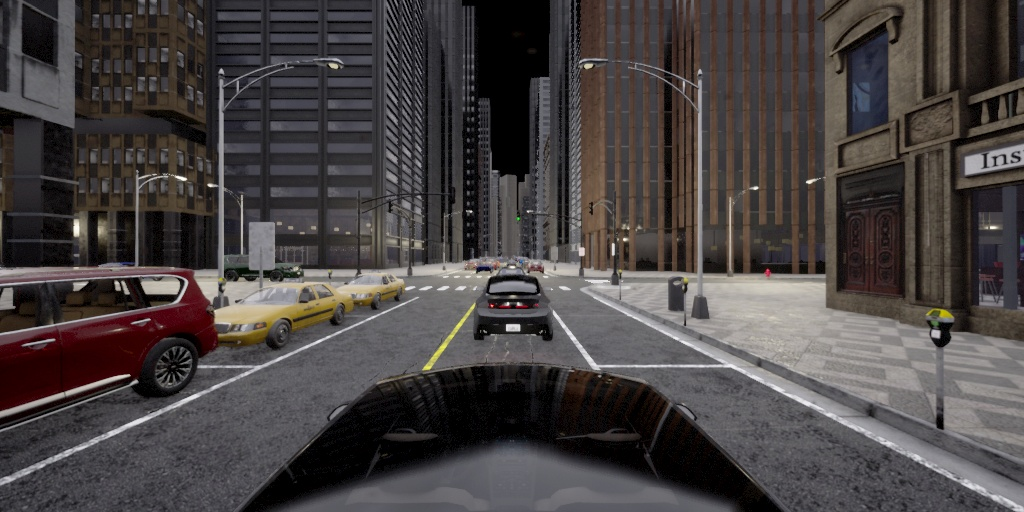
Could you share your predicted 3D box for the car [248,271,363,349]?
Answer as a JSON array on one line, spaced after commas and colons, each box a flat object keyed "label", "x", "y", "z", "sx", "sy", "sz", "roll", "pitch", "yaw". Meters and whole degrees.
[{"label": "car", "x": -5.779, "y": 1.277, "z": 9.207, "sx": 1.751, "sy": 1.417, "sz": 4.829, "roll": 0, "pitch": 0, "yaw": 0}]

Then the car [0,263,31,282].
[{"label": "car", "x": -38.972, "y": 1.202, "z": 26.461, "sx": 4.181, "sy": 1.385, "sz": 1.994, "roll": 0, "pitch": 0, "yaw": 0}]

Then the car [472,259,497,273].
[{"label": "car", "x": -3.184, "y": 1.365, "z": 42.308, "sx": 1.895, "sy": 1.301, "sz": 4.718, "roll": 0, "pitch": 0, "yaw": 0}]

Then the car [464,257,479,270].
[{"label": "car", "x": -5.881, "y": 1.210, "z": 52.972, "sx": 1.967, "sy": 1.591, "sz": 4.097, "roll": 0, "pitch": 0, "yaw": 0}]

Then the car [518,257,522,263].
[{"label": "car", "x": 2.618, "y": 1.343, "z": 64.228, "sx": 1.948, "sy": 1.339, "sz": 4.313, "roll": 0, "pitch": 0, "yaw": 0}]

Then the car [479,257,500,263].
[{"label": "car", "x": -3.203, "y": 1.121, "z": 52.002, "sx": 2.097, "sy": 1.767, "sz": 4.553, "roll": 0, "pitch": 0, "yaw": 0}]

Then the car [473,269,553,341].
[{"label": "car", "x": 0.037, "y": 1.257, "z": 9.901, "sx": 1.837, "sy": 1.490, "sz": 4.892, "roll": 0, "pitch": 0, "yaw": 0}]

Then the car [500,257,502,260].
[{"label": "car", "x": -3.210, "y": 1.128, "z": 61.952, "sx": 2.097, "sy": 1.767, "sz": 4.553, "roll": 0, "pitch": 0, "yaw": 0}]

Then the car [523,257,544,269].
[{"label": "car", "x": 2.670, "y": 1.204, "z": 41.793, "sx": 1.967, "sy": 1.591, "sz": 4.097, "roll": 0, "pitch": 0, "yaw": 0}]

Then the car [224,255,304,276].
[{"label": "car", "x": -18.581, "y": 0.921, "z": 26.644, "sx": 5.566, "sy": 2.045, "sz": 2.150, "roll": 0, "pitch": 0, "yaw": 1}]

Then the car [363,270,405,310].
[{"label": "car", "x": -5.792, "y": 1.279, "z": 14.809, "sx": 1.751, "sy": 1.417, "sz": 4.829, "roll": 0, "pitch": 0, "yaw": 0}]

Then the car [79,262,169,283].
[{"label": "car", "x": -28.574, "y": 1.195, "z": 26.534, "sx": 4.674, "sy": 1.442, "sz": 1.812, "roll": 0, "pitch": 0, "yaw": 0}]

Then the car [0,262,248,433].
[{"label": "car", "x": -5.766, "y": 1.065, "z": 3.776, "sx": 2.192, "sy": 1.841, "sz": 5.009, "roll": 0, "pitch": 0, "yaw": 0}]

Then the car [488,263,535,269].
[{"label": "car", "x": -0.044, "y": 1.302, "z": 20.244, "sx": 2.033, "sy": 1.411, "sz": 5.357, "roll": 0, "pitch": 0, "yaw": 0}]

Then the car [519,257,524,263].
[{"label": "car", "x": 2.631, "y": 1.324, "z": 58.619, "sx": 2.007, "sy": 1.370, "sz": 4.403, "roll": 0, "pitch": 0, "yaw": 0}]
